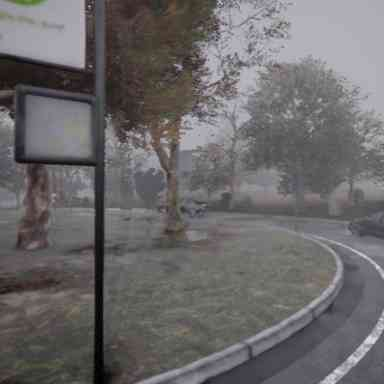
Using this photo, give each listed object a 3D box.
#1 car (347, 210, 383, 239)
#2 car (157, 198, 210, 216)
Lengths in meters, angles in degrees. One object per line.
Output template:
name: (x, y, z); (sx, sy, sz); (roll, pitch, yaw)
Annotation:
car: (8.919, 1.492, 14.514); (2.033, 1.411, 5.357); (0, 0, -2)
car: (-0.796, 1.259, 29.100); (4.902, 1.511, 2.128); (1, 1, 28)
